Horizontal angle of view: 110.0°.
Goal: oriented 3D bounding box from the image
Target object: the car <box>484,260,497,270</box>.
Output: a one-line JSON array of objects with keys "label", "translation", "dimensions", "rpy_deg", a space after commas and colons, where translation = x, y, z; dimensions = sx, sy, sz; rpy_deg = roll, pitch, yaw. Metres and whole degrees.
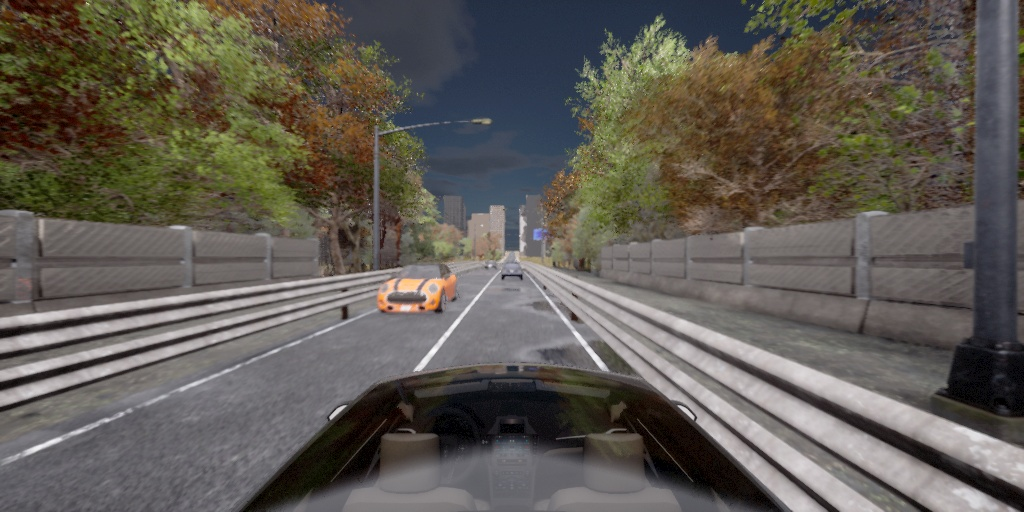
[{"label": "car", "translation": [-3.265, 1.378, 56.446], "dimensions": [2.128, 1.511, 4.902], "rpy_deg": [0, -1, 1]}]

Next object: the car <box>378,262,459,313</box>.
[{"label": "car", "translation": [-3.340, 1.043, 13.537], "dimensions": [2.097, 1.767, 4.553], "rpy_deg": [0, 0, 0]}]

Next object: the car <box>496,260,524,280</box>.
[{"label": "car", "translation": [0.013, 1.235, 30.262], "dimensions": [2.033, 1.411, 5.357], "rpy_deg": [0, 0, 0]}]
